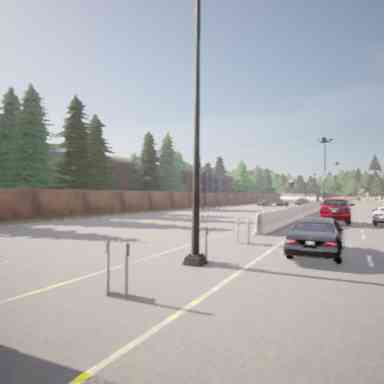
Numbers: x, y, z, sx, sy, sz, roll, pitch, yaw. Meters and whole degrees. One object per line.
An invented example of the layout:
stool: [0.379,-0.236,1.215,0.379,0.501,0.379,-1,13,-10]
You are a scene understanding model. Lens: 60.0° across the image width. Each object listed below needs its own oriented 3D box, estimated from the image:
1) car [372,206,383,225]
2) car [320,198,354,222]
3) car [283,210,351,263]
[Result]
car: [15.086,1.807,25.791,1.812,1.442,4.674,0,0,27]
car: [11.359,1.473,26.162,2.150,2.045,5.566,0,0,26]
car: [4.775,1.660,12.622,2.033,1.411,5.357,0,0,26]
